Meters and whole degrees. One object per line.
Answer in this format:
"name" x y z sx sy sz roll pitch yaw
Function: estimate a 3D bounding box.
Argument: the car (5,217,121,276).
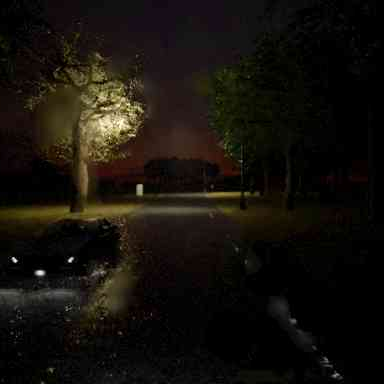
"car" -3.601 1.531 10.550 2.033 1.411 5.357 0 0 0
